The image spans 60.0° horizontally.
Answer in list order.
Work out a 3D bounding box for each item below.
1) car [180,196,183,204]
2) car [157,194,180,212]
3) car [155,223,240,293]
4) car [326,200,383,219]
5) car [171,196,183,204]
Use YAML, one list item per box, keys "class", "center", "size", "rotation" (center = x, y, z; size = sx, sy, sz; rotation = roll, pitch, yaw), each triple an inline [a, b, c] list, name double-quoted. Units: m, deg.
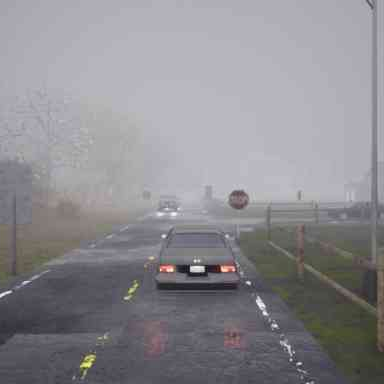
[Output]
- class: "car"
  center: [-2.812, 1.441, 50.926]
  size: [1.882, 1.535, 5.008]
  rotation: [0, 0, 1]
- class: "car"
  center: [-2.792, 1.203, 39.110]
  size: [2.150, 2.045, 5.566]
  rotation: [0, 0, -1]
- class: "car"
  center: [0.101, 1.547, 8.990]
  size: [2.033, 1.411, 5.357]
  rotation: [0, 0, 0]
- class: "car"
  center: [13.196, 1.422, 26.312]
  size: [5.008, 1.535, 1.882]
  rotation: [0, 0, 0]
- class: "car"
  center: [-2.775, 1.448, 61.631]
  size: [1.837, 1.490, 4.892]
  rotation: [0, 0, 1]
